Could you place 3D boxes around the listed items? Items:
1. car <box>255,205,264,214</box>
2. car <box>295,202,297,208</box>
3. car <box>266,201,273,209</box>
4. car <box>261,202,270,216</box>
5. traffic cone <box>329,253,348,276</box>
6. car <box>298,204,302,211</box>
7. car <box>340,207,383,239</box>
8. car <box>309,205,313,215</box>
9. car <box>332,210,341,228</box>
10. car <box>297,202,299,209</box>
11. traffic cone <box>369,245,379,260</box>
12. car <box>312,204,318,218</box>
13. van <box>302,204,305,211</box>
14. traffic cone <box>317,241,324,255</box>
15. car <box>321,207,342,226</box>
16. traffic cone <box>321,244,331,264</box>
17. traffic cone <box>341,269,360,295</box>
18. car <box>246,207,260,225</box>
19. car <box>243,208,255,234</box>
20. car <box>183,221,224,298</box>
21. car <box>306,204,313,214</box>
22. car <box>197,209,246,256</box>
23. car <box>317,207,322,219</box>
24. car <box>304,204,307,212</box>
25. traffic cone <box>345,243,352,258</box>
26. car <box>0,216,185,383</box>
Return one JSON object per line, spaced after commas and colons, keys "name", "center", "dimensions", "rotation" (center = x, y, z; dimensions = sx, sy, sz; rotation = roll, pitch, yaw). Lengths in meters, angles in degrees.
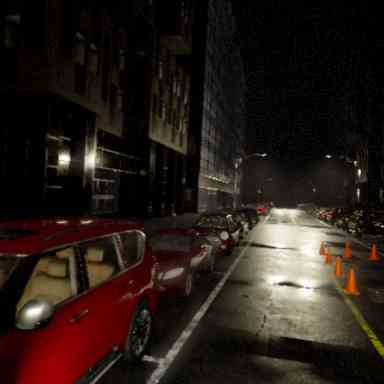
{"name": "car", "center": [5.221, 2.157, 30.435], "dimensions": [1.947, 1.339, 4.313], "rotation": [3, -1, 15]}
{"name": "car", "center": [29.144, 3.886, 87.846], "dimensions": [1.967, 1.590, 4.097], "rotation": [3, -1, 15]}
{"name": "car", "center": [13.780, 2.828, 62.934], "dimensions": [1.967, 1.590, 4.097], "rotation": [3, -1, 15]}
{"name": "car", "center": [9.499, 2.534, 46.684], "dimensions": [1.887, 1.381, 4.507], "rotation": [3, -1, 15]}
{"name": "traffic cone", "center": [4.562, 2.297, 10.380], "dimensions": [0.340, 0.580, 0.340], "rotation": [3, -1, 15]}
{"name": "car", "center": [26.288, 3.724, 77.013], "dimensions": [1.887, 1.381, 4.507], "rotation": [3, -1, 15]}
{"name": "car", "center": [12.044, 2.169, 22.858], "dimensions": [2.192, 1.841, 5.009], "rotation": [3, -1, 15]}
{"name": "car", "center": [19.160, 3.081, 49.934], "dimensions": [1.947, 1.339, 4.313], "rotation": [3, -1, 15]}
{"name": "car", "center": [13.457, 2.567, 28.271], "dimensions": [1.802, 1.307, 4.206], "rotation": [3, -1, 15]}
{"name": "car", "center": [27.714, 3.857, 82.429], "dimensions": [1.887, 1.381, 4.507], "rotation": [3, -1, 15]}
{"name": "traffic cone", "center": [7.511, 2.482, 13.738], "dimensions": [0.340, 0.580, 0.340], "rotation": [3, -1, 15]}
{"name": "car", "center": [17.740, 2.822, 44.520], "dimensions": [1.967, 1.590, 4.097], "rotation": [3, -1, 15]}
{"name": "van", "center": [23.447, 3.255, 66.183], "dimensions": [1.690, 1.788, 3.998], "rotation": [3, -1, 15]}
{"name": "traffic cone", "center": [5.580, 2.390, 14.248], "dimensions": [0.340, 0.580, 0.340], "rotation": [3, -1, 15]}
{"name": "car", "center": [14.895, 2.432, 33.690], "dimensions": [2.192, 1.841, 5.009], "rotation": [3, -1, 15]}
{"name": "traffic cone", "center": [5.071, 2.343, 12.314], "dimensions": [0.340, 0.580, 0.340], "rotation": [3, -1, 15]}
{"name": "traffic cone", "center": [4.053, 2.251, 8.447], "dimensions": [0.340, 0.580, 0.340], "rotation": [3, -1, 15]}
{"name": "car", "center": [3.796, 2.026, 25.020], "dimensions": [1.947, 1.339, 4.313], "rotation": [3, -1, 15]}
{"name": "car", "center": [2.371, 1.880, 19.604], "dimensions": [2.008, 1.369, 4.403], "rotation": [3, -1, 15]}
{"name": "car", "center": [-0.482, 1.651, 8.772], "dimensions": [1.802, 1.307, 4.206], "rotation": [3, -1, 15]}
{"name": "car", "center": [20.591, 3.088, 55.351], "dimensions": [1.967, 1.590, 4.097], "rotation": [3, -1, 15]}
{"name": "car", "center": [0.950, 1.639, 14.189], "dimensions": [1.967, 1.590, 4.097], "rotation": [3, -1, 15]}
{"name": "car", "center": [16.309, 2.815, 39.103], "dimensions": [1.947, 1.339, 4.313], "rotation": [3, -1, 15]}
{"name": "car", "center": [22.010, 3.363, 60.765], "dimensions": [1.802, 1.307, 4.206], "rotation": [3, -1, 15]}
{"name": "traffic cone", "center": [6.545, 2.436, 13.993], "dimensions": [0.340, 0.580, 0.340], "rotation": [3, -1, 15]}
{"name": "car", "center": [-1.895, 1.255, 3.358], "dimensions": [2.192, 1.841, 5.009], "rotation": [3, -1, 15]}
